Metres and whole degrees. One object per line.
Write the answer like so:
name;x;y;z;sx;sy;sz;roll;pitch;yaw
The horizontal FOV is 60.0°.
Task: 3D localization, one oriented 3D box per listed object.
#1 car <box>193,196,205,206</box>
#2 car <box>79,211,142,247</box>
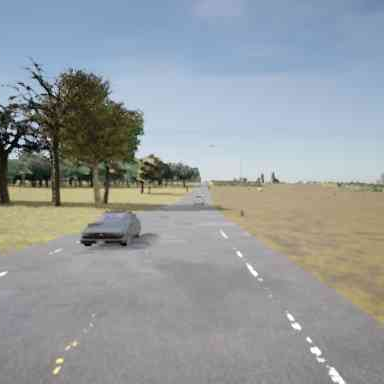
car;1.365;2.079;68.048;1.812;1.442;4.674;0;0;2
car;-3.549;1.614;15.643;2.033;1.411;5.357;0;0;1
